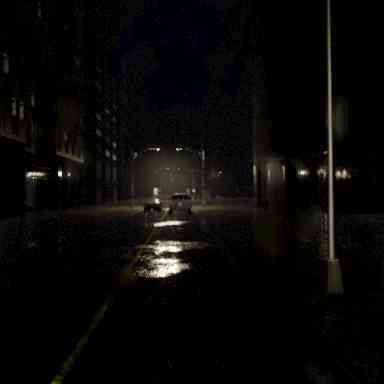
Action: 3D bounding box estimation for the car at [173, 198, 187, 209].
[{"bbox_3d":[-1.655,1.531,45.641,1.895,1.301,4.718,0,0,-2],"label":"car"}]

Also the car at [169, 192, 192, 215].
[{"bbox_3d":[-1.187,1.169,33.682,2.150,2.045,5.566,0,0,-2],"label":"car"}]

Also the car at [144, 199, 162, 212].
[{"bbox_3d":[-4.398,1.507,38.415,2.033,1.411,5.357,0,0,-2],"label":"car"}]
